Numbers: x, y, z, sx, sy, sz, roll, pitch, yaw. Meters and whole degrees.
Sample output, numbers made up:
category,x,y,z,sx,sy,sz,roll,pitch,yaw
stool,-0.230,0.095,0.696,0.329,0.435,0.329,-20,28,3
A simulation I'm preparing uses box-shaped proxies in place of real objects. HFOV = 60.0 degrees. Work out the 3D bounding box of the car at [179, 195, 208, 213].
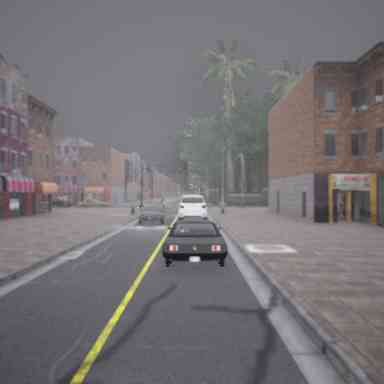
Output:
category,x,y,z,sx,sy,sz,roll,pitch,yaw
car,0.084,1.265,26.879,2.150,2.045,5.566,0,0,1

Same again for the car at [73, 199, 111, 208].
category,x,y,z,sx,sy,sz,roll,pitch,yaw
car,-14.437,1.652,48.844,4.829,1.417,1.752,0,0,0

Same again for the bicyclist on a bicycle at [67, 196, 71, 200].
category,x,y,z,sx,sy,sz,roll,pitch,yaw
bicyclist on a bicycle,-20.139,1.462,54.485,0.582,1.620,1.656,0,0,0

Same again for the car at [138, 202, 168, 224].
category,x,y,z,sx,sy,sz,roll,pitch,yaw
car,-2.842,1.545,24.816,1.837,1.490,4.892,0,0,0

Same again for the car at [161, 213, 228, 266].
category,x,y,z,sx,sy,sz,roll,pitch,yaw
car,0.090,1.618,11.627,1.895,1.301,4.718,0,0,0

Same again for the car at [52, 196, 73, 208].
category,x,y,z,sx,sy,sz,roll,pitch,yaw
car,-20.059,1.456,48.838,5.009,1.841,2.192,0,0,0
